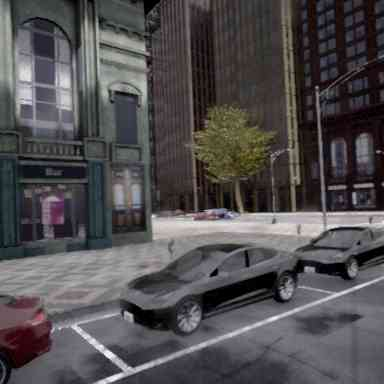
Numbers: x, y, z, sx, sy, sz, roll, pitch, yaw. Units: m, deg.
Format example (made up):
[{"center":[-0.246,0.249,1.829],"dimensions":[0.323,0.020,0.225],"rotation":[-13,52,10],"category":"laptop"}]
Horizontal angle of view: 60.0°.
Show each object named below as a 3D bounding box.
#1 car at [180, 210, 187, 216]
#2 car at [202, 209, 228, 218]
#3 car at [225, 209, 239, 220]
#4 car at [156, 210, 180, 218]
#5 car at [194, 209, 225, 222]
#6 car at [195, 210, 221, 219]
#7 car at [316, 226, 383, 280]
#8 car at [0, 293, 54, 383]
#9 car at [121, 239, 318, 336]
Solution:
[{"center":[-3.009,4.497,70.938],"dimensions":[1.812,1.442,4.674],"rotation":[-1,-3,-38],"category":"car"},{"center":[4.217,3.922,61.582],"dimensions":[1.837,1.490,4.892],"rotation":[-1,-3,-37],"category":"car"},{"center":[4.841,3.283,49.960],"dimensions":[2.097,1.767,4.553],"rotation":[-1,-3,-37],"category":"car"},{"center":[-5.323,4.625,68.620],"dimensions":[2.033,1.411,5.357],"rotation":[-1,-3,-38],"category":"car"},{"center":[2.159,3.547,48.119],"dimensions":[1.994,1.385,4.181],"rotation":[-1,-3,-38],"category":"car"},{"center":[2.734,3.879,58.190],"dimensions":[1.812,1.442,4.674],"rotation":[-1,-3,-37],"category":"car"},{"center":[5.051,1.811,10.754],"dimensions":[4.313,1.339,1.947],"rotation":[-1,-3,-38],"category":"car"},{"center":[-3.889,1.916,3.888],"dimensions":[4.206,1.307,1.802],"rotation":[-1,-3,-38],"category":"car"},{"center":[0.581,1.855,7.321],"dimensions":[4.313,1.339,1.947],"rotation":[-1,-3,-38],"category":"car"}]
